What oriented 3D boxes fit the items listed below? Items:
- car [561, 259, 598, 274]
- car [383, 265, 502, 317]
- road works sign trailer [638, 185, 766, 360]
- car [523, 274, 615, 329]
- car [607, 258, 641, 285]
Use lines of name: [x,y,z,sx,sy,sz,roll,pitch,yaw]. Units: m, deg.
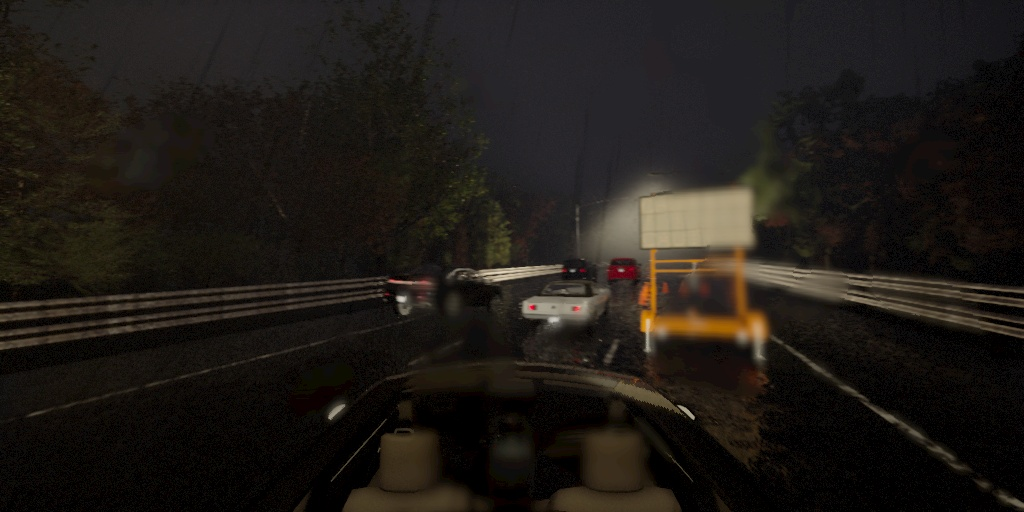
car: [5.590,1.242,29.506,2.150,2.045,5.566,-1,-1,22]
car: [-1.895,1.063,11.439,2.128,1.511,4.902,3,-3,22]
road works sign trailer: [4.371,0.226,8.524,2.380,3.560,2.880,0,0,23]
car: [2.005,1.450,11.735,1.895,1.301,4.718,-1,-1,22]
car: [8.925,1.162,28.377,2.150,2.045,5.566,-1,-1,23]
